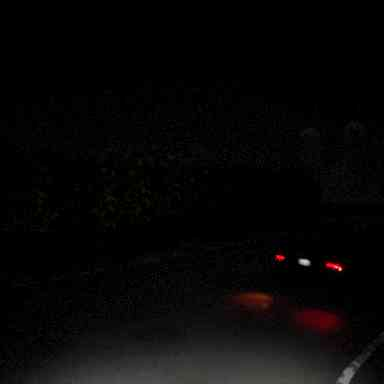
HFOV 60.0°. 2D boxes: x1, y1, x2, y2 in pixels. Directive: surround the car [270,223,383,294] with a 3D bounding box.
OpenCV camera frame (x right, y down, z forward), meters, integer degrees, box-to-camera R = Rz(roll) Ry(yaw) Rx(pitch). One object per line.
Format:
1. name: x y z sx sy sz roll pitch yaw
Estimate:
1. car: 4.177 1.549 8.889 2.033 1.411 5.357 0 0 45
